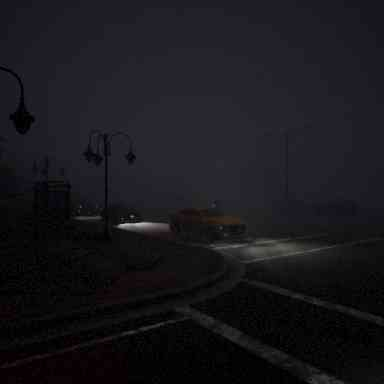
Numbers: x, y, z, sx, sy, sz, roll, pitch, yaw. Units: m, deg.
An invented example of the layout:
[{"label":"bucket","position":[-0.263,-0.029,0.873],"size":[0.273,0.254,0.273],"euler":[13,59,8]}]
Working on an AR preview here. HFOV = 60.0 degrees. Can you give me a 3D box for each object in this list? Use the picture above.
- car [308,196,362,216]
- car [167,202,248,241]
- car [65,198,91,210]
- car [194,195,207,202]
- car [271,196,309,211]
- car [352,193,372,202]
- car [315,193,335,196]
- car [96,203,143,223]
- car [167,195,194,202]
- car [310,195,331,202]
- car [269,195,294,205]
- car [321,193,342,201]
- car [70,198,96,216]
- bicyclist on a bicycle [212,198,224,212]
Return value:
[{"label":"car","position":[12.913,1.388,30.102],"size":[1.845,1.501,3.633],"euler":[0,0,-36]},{"label":"car","position":[0.671,1.493,17.090],"size":[1.882,1.535,5.008],"euler":[0,0,-36]},{"label":"car","position":[-15.534,1.541,45.295],"size":[1.812,1.442,4.674],"euler":[0,0,-40]},{"label":"car","position":[0.332,1.345,53.167],"size":[2.152,1.636,5.027],"euler":[0,0,-36]},{"label":"car","position":[11.038,1.399,37.876],"size":[1.970,1.475,3.806],"euler":[0,0,-36]},{"label":"car","position":[33.158,1.111,66.192],"size":[1.932,1.855,4.605],"euler":[0,0,-36]},{"label":"car","position":[22.598,1.312,59.547],"size":[2.007,1.523,4.514],"euler":[0,0,-36]},{"label":"car","position":[-5.461,1.579,25.534],"size":[1.994,1.385,4.181],"euler":[0,0,-36]},{"label":"car","position":[-2.193,1.354,51.305],"size":[2.007,1.523,4.514],"euler":[0,0,-36]},{"label":"car","position":[28.209,1.375,73.077],"size":[1.970,1.475,3.806],"euler":[0,0,-36]},{"label":"car","position":[14.433,1.334,53.786],"size":[1.845,1.501,3.633],"euler":[0,0,-36]},{"label":"car","position":[31.272,1.090,74.507],"size":[1.905,1.878,3.866],"euler":[0,0,-36]},{"label":"car","position":[-11.071,1.367,33.266],"size":[2.097,1.767,4.553],"euler":[0,0,-36]},{"label":"bicyclist on a bicycle","position":[2.055,1.315,27.908],"size":[1.656,1.620,0.582],"euler":[0,0,-36]}]
